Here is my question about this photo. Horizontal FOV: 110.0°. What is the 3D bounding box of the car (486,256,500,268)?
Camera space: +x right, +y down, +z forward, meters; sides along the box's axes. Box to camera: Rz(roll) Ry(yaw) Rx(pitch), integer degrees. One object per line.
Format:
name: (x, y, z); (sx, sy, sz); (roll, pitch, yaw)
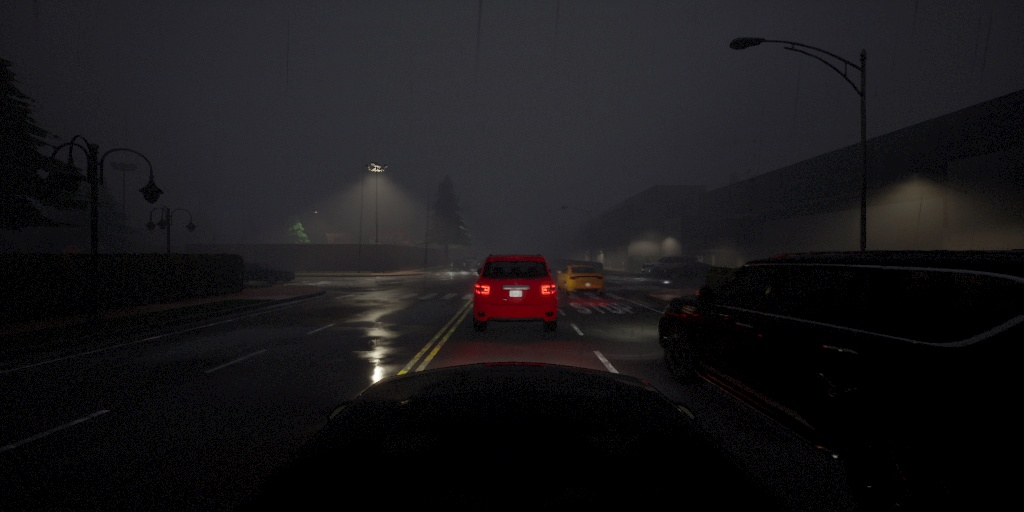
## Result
car: (-3.174, 0.974, 60.580); (2.150, 2.045, 5.566); (0, 0, 0)

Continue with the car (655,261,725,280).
car: (15.006, 1.228, 30.466); (5.008, 1.535, 1.882); (0, 0, 0)

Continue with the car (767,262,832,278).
car: (27.077, 1.276, 33.910); (4.674, 1.442, 1.812); (0, 0, 0)

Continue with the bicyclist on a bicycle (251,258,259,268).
bicyclist on a bicycle: (-25.137, 1.037, 35.230); (0.582, 1.620, 1.656); (0, 0, 0)

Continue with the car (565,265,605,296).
car: (3.628, 1.228, 19.556); (1.882, 1.535, 5.008); (0, 0, 0)

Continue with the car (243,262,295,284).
car: (-18.605, 1.211, 26.231); (5.008, 1.535, 1.882); (0, 0, 0)

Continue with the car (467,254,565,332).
car: (0.071, 0.971, 11.044); (2.150, 2.045, 5.566); (0, 0, 0)

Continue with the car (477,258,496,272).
car: (-3.333, 1.102, 47.331); (2.097, 1.767, 4.553); (0, 0, 1)

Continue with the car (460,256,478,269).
car: (-6.720, 0.970, 56.967); (2.150, 2.045, 5.566); (0, 0, 1)

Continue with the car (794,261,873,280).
car: (27.216, 1.228, 30.425); (5.008, 1.535, 1.882); (0, 0, 0)

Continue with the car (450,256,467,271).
car: (-6.832, 1.102, 47.454); (2.097, 1.767, 4.553); (0, 0, 1)

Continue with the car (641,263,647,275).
car: (15.178, 0.972, 33.983); (5.566, 2.045, 2.150); (0, 0, 1)

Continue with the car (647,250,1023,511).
car: (3.603, 0.972, 3.836); (2.150, 2.045, 5.566); (0, 0, 0)
